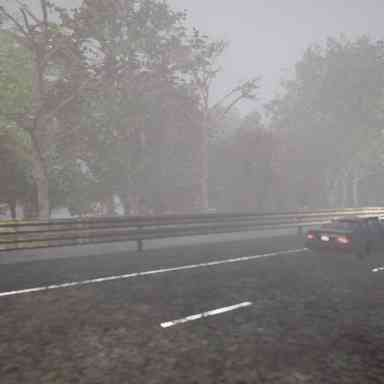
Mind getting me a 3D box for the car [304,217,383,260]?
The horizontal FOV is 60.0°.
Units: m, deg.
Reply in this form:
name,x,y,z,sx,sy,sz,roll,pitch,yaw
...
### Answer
name,x,y,z,sx,sy,sz,roll,pitch,yaw
car,6.645,1.675,12.954,5.357,1.411,2.033,1,0,-35
